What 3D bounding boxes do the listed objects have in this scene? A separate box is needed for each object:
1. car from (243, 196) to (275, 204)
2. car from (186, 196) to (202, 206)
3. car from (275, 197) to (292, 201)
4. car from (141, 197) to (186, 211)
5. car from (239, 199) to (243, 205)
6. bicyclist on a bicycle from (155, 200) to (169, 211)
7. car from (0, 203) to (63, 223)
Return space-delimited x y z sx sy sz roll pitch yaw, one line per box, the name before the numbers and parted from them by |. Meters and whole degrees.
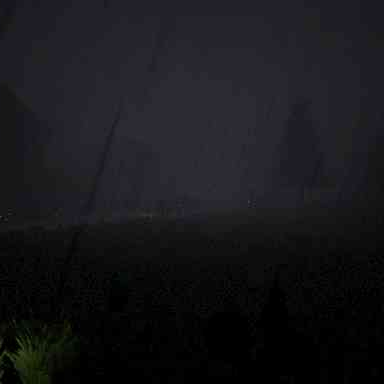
car | 9.225 1.392 45.357 1.812 1.442 4.674 0 0 36
car | -0.309 1.323 43.228 1.816 1.474 4.193 7 4 33
car | 14.905 1.467 53.395 1.895 1.301 4.718 0 0 36
car | -3.126 1.371 34.339 1.837 1.490 4.892 0 0 36
car | 9.023 1.387 51.185 1.837 1.490 4.892 0 0 36
bicyclist on a bicycle | -2.123 1.372 23.493 1.656 1.620 0.582 3 2 35
car | -11.166 1.431 23.086 1.994 1.385 4.181 0 0 36
